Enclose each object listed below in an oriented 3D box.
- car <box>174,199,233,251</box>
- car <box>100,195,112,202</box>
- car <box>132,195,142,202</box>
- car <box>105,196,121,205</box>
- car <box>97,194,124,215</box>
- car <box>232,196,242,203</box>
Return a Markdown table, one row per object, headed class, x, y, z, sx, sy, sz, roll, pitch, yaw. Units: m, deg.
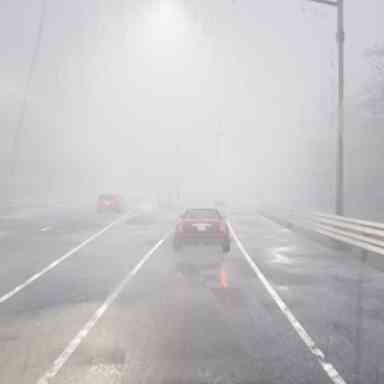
| class | x | y | z | sx | sy | sz | roll | pitch | yaw |
| --- | --- | --- | --- | --- | --- | --- | --- | --- | --- |
| car | 0.457 | 1.375 | 14.374 | 2.097 | 1.767 | 4.553 | 1 | 0 | 3 |
| car | -19.268 | 1.362 | 74.738 | 1.882 | 1.535 | 5.008 | 0 | 0 | -6 |
| car | -12.081 | 1.426 | 73.137 | 1.837 | 1.490 | 4.892 | 0 | 0 | -6 |
| car | -14.245 | 1.463 | 60.155 | 2.033 | 1.411 | 5.357 | 0 | 0 | -6 |
| car | -8.148 | 1.173 | 33.545 | 2.150 | 2.045 | 5.566 | 0 | 0 | -6 |
| car | 11.258 | 1.908 | 83.646 | 1.837 | 1.490 | 4.892 | 0 | 0 | 16 |
